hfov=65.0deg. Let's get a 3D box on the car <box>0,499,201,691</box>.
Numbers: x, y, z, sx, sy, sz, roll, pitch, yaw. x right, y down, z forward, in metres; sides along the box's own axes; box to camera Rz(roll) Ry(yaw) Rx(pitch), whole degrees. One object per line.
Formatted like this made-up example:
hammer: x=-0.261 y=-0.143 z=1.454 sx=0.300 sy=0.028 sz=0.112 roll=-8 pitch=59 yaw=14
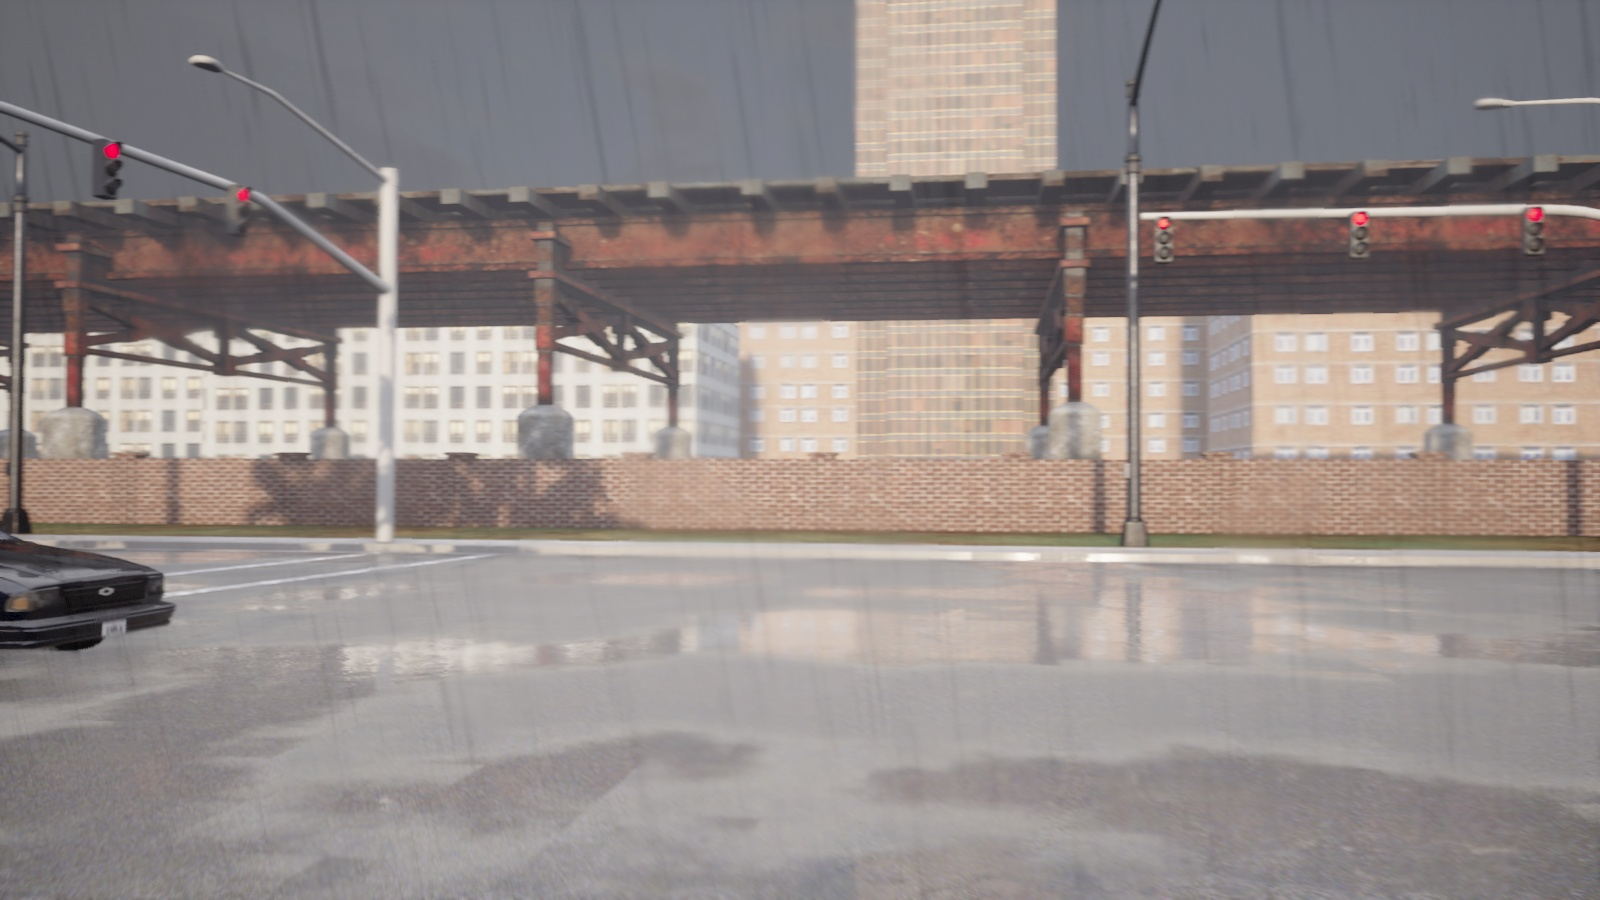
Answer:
car: x=-8.299 y=1.155 z=10.928 sx=5.357 sy=1.411 sz=2.033 roll=0 pitch=-1 yaw=9
